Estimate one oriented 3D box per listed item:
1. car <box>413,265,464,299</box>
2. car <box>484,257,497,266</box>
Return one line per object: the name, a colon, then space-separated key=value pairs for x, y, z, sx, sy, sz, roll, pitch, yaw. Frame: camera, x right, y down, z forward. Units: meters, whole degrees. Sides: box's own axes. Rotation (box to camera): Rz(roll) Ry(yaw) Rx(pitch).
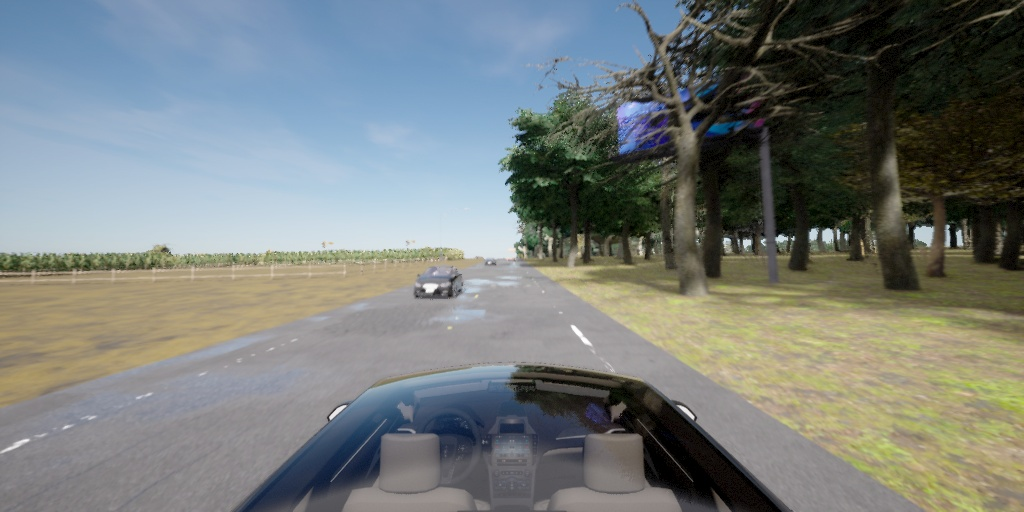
car: x=-3.603 y=1.243 z=18.246 sx=2.128 sy=1.511 sz=4.902 roll=0 pitch=0 yaw=0
car: x=-3.557 y=0.920 z=59.789 sx=2.128 sy=1.511 sz=4.902 roll=0 pitch=1 yaw=1
